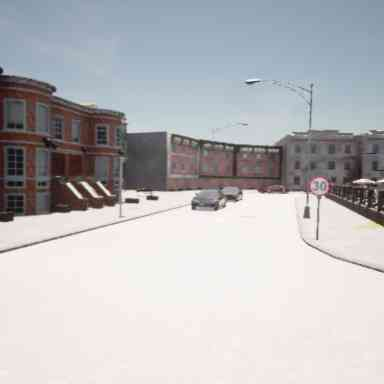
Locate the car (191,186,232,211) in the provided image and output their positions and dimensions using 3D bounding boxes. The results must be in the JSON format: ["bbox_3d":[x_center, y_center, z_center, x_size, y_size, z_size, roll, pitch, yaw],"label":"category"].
[{"bbox_3d":[1.349,0.464,24.145,1.812,1.442,4.674,2,3,17],"label":"car"}]

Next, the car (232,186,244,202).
[{"bbox_3d":[3.969,0.152,32.982,2.033,1.411,5.357,2,3,16],"label":"car"}]

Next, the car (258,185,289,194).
[{"bbox_3d":[12.159,-0.348,49.577,4.718,1.301,1.895,0,3,-28],"label":"car"}]
